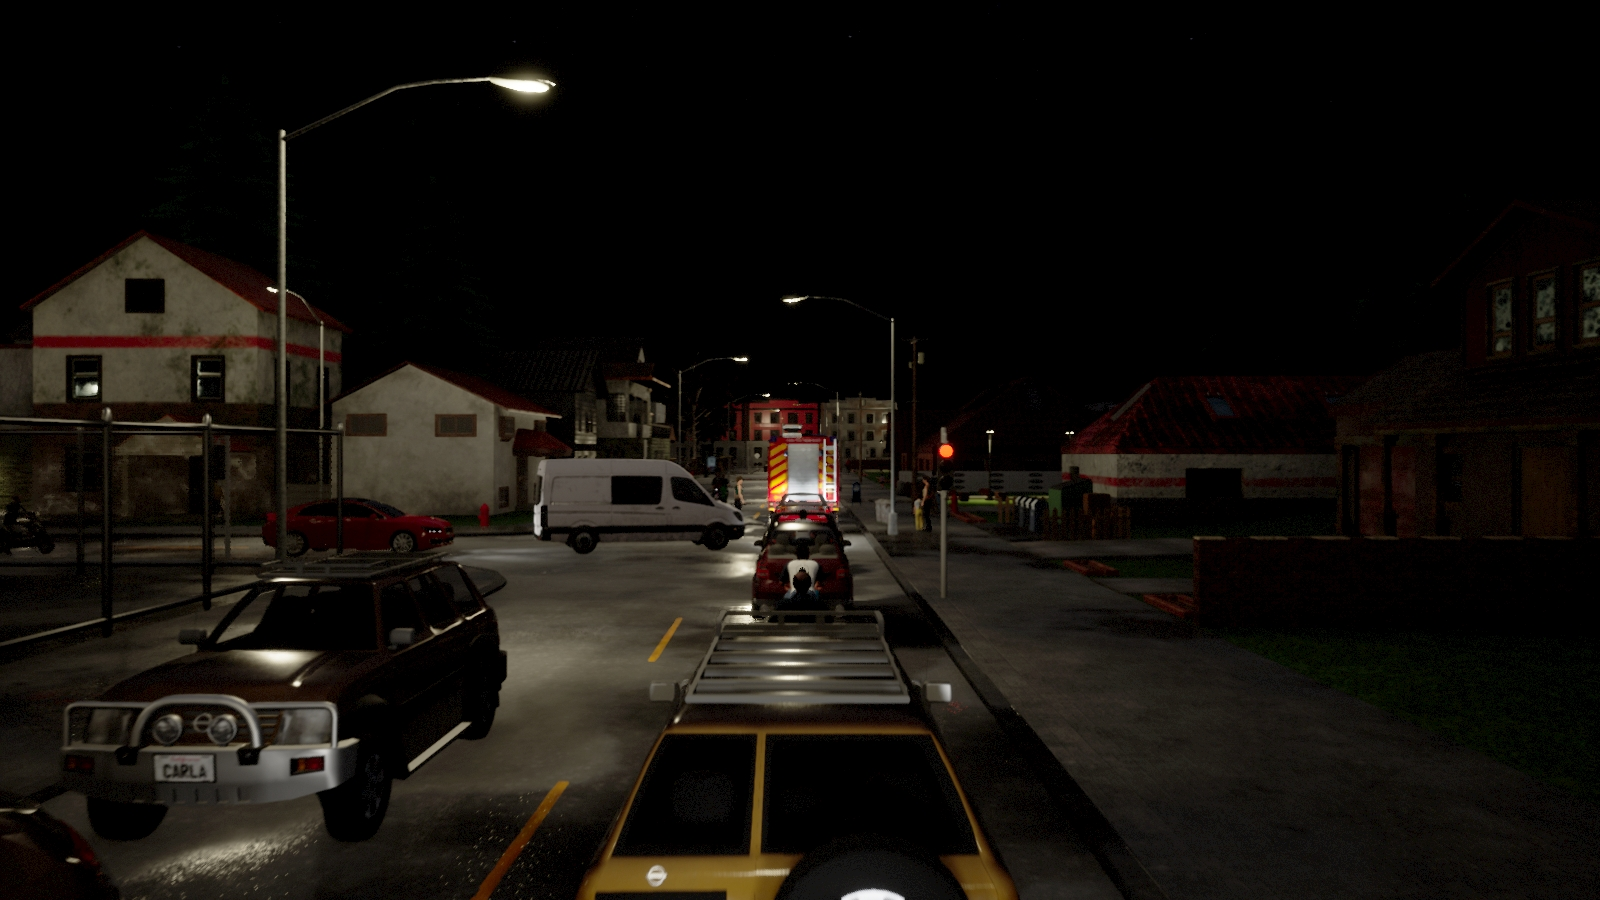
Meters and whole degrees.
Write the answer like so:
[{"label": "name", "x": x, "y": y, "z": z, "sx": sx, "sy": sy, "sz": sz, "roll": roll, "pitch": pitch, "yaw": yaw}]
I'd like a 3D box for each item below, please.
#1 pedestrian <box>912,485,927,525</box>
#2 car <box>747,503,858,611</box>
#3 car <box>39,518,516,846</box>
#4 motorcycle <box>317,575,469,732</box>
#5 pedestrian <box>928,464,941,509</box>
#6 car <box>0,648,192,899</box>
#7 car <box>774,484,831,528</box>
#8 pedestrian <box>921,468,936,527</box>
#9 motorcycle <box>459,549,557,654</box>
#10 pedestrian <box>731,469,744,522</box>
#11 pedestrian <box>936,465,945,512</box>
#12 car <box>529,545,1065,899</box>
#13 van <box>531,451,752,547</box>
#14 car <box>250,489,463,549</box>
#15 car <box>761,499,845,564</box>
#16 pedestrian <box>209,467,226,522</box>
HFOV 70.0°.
[{"label": "pedestrian", "x": 3.947, "y": 1.805, "z": 37.758, "sx": 0.375, "sy": 1.300, "sz": 0.375, "roll": 0, "pitch": 0, "yaw": -14}, {"label": "car", "x": 0.047, "y": 1.806, "z": 20.209, "sx": 1.789, "sy": 1.549, "sz": 3.705, "roll": 0, "pitch": 0, "yaw": 0}, {"label": "car", "x": -3.973, "y": 1.644, "z": 9.737, "sx": 1.932, "sy": 1.855, "sz": 4.605, "roll": 0, "pitch": 0, "yaw": 1}, {"label": "motorcycle", "x": -3.983, "y": 1.962, "z": 11.342, "sx": 0.856, "sy": 1.236, "sz": 1.805, "roll": 0, "pitch": 0, "yaw": 0}, {"label": "pedestrian", "x": 5.566, "y": 1.523, "z": 47.428, "sx": 0.375, "sy": 1.860, "sz": 0.375, "roll": 0, "pitch": 0, "yaw": -33}, {"label": "car", "x": -3.991, "y": 1.772, "z": 2.950, "sx": 2.152, "sy": 1.651, "sz": 5.027, "roll": 0, "pitch": 0, "yaw": 0}, {"label": "car", "x": 0.106, "y": 1.935, "z": 40.335, "sx": 1.895, "sy": 1.301, "sz": 4.718, "roll": 0, "pitch": 0, "yaw": 0}, {"label": "pedestrian", "x": 4.151, "y": 1.525, "z": 36.931, "sx": 0.375, "sy": 1.860, "sz": 0.375, "roll": 0, "pitch": 0, "yaw": 34}, {"label": "motorcycle", "x": -3.879, "y": 1.993, "z": 15.354, "sx": 0.803, "sy": 1.145, "sz": 2.033, "roll": 0, "pitch": 0, "yaw": 0}, {"label": "pedestrian", "x": -2.232, "y": 1.628, "z": 40.903, "sx": 0.375, "sy": 1.860, "sz": 0.375, "roll": 0, "pitch": 0, "yaw": -17}, {"label": "pedestrian", "x": 5.577, "y": 1.524, "z": 45.356, "sx": 0.375, "sy": 1.860, "sz": 0.375, "roll": 0, "pitch": 0, "yaw": 6}, {"label": "car", "x": 0.001, "y": 1.643, "z": 6.418, "sx": 1.932, "sy": 1.855, "sz": 4.605, "roll": 0, "pitch": 0, "yaw": 0}, {"label": "van", "x": -4.482, "y": 1.314, "z": 32.308, "sx": 5.915, "sy": 2.561, "sz": 1.988, "roll": 0, "pitch": 0, "yaw": -18}, {"label": "car", "x": -11.855, "y": 1.841, "z": 30.821, "sx": 4.892, "sy": 1.480, "sz": 2.231, "roll": 0, "pitch": 0, "yaw": 0}, {"label": "car", "x": 0.069, "y": 1.928, "z": 28.048, "sx": 1.895, "sy": 1.301, "sz": 4.718, "roll": 0, "pitch": 0, "yaw": 0}, {"label": "pedestrian", "x": -19.837, "y": 1.524, "z": 38.909, "sx": 0.375, "sy": 1.860, "sz": 0.375, "roll": 0, "pitch": 0, "yaw": -4}]
